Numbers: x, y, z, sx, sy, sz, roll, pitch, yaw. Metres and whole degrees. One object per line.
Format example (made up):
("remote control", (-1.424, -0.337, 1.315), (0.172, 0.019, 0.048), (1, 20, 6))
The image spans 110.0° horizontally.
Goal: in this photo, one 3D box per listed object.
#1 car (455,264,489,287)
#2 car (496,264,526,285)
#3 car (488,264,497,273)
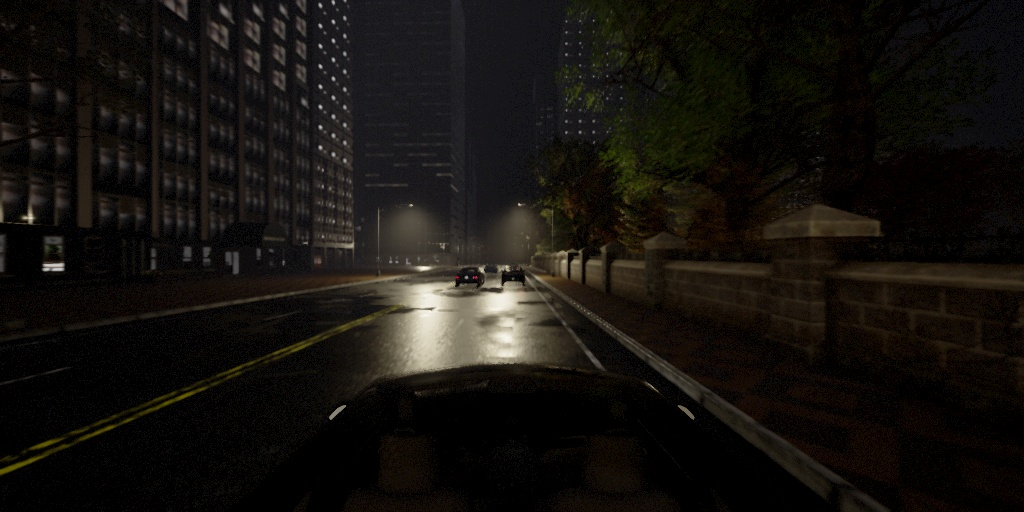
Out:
("car", (-3.156, 1.570, 27.434), (2.033, 1.411, 5.357), (0, -1, 0))
("car", (0.093, 1.533, 29.193), (2.128, 1.511, 4.902), (0, -1, 0))
("car", (-3.163, 1.871, 53.613), (1.994, 1.385, 4.181), (0, -1, 0))
